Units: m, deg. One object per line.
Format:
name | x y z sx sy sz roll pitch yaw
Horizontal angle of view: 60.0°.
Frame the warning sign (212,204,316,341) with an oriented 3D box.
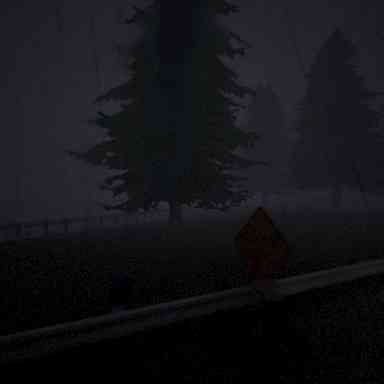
warning sign | 1.154 1.152 5.481 1.060 1.860 1.300 1 0 -36
